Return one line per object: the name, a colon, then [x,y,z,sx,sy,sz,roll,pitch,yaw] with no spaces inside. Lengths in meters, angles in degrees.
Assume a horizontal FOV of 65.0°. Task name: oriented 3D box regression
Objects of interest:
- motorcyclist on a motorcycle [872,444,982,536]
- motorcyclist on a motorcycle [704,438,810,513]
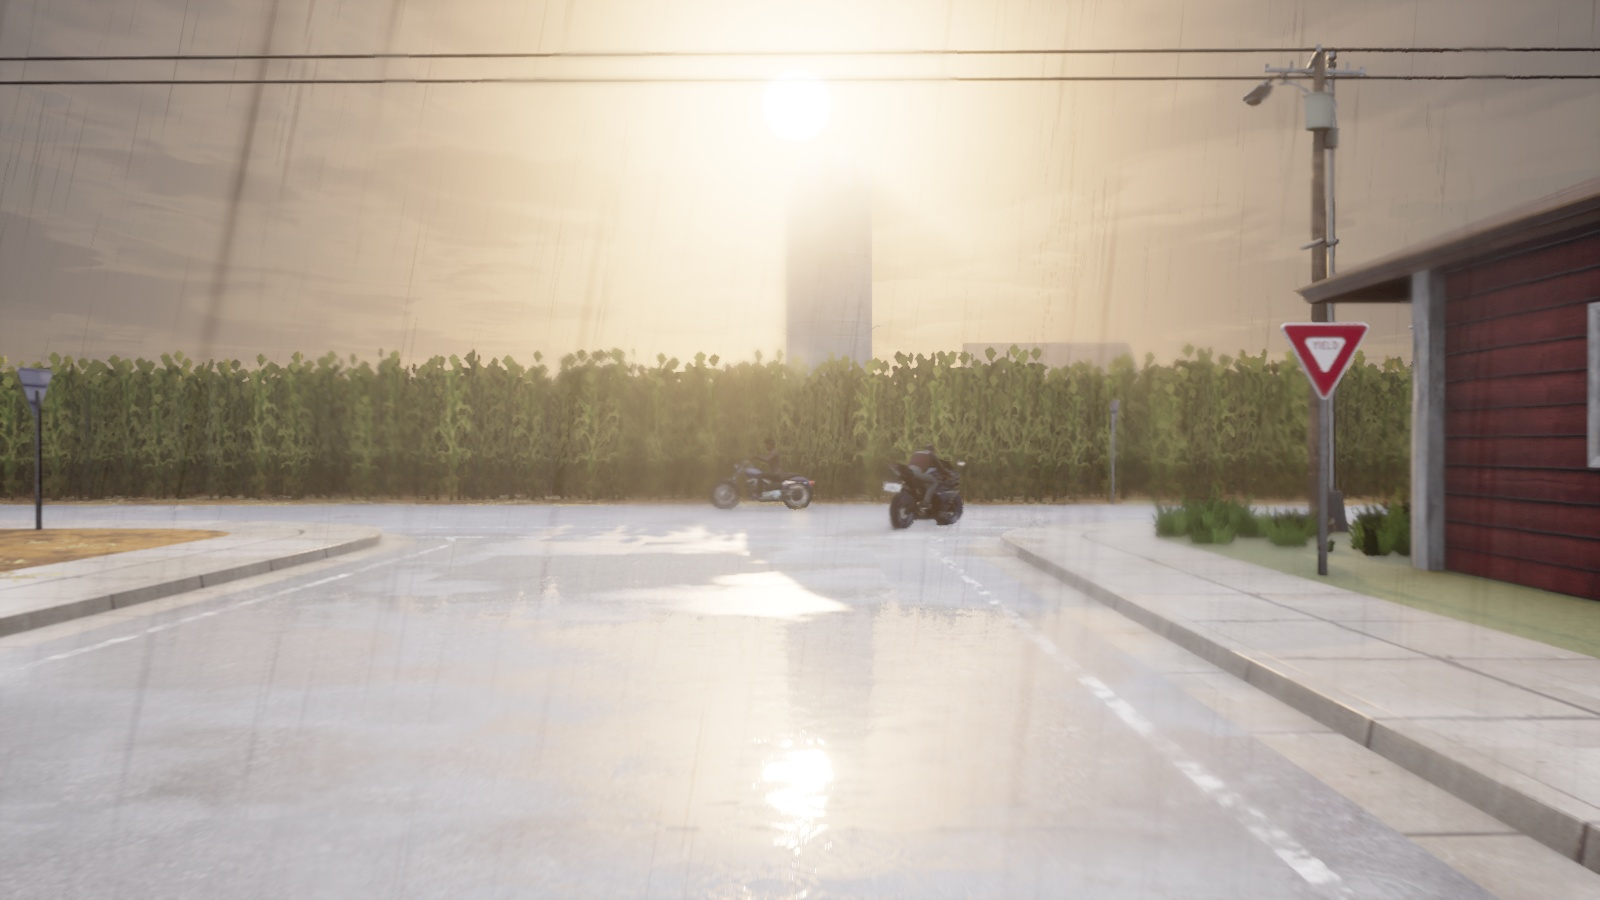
motorcyclist on a motorcycle: [2.285,0.669,22.278,0.866,1.530,2.191,2,2,38]
motorcyclist on a motorcycle: [-0.952,0.564,28.256,2.350,1.649,0.766,0,0,1]
